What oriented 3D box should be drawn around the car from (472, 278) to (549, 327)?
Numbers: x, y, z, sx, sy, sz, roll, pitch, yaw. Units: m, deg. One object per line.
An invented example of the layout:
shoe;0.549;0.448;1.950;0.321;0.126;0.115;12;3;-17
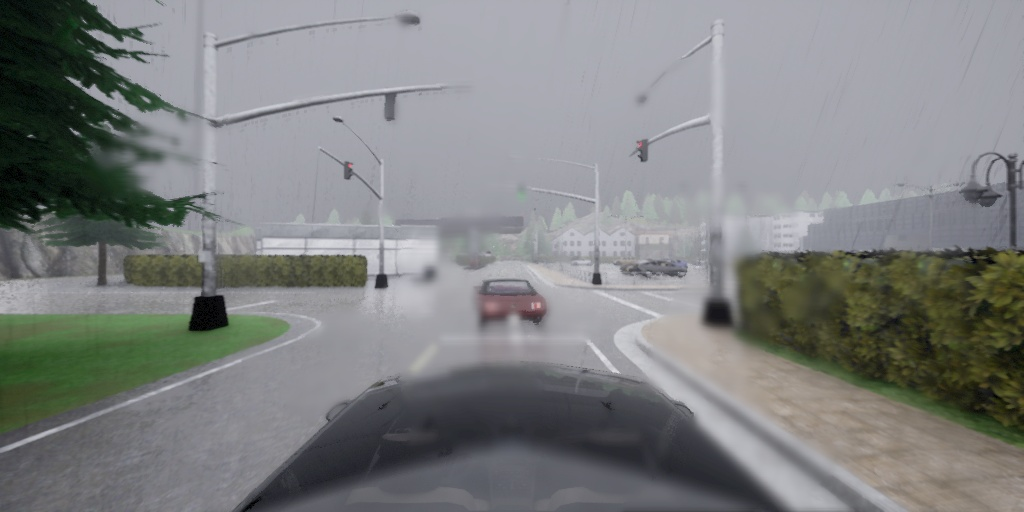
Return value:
car;-0.269;1.375;11.658;1.895;1.301;4.718;0;0;-9
